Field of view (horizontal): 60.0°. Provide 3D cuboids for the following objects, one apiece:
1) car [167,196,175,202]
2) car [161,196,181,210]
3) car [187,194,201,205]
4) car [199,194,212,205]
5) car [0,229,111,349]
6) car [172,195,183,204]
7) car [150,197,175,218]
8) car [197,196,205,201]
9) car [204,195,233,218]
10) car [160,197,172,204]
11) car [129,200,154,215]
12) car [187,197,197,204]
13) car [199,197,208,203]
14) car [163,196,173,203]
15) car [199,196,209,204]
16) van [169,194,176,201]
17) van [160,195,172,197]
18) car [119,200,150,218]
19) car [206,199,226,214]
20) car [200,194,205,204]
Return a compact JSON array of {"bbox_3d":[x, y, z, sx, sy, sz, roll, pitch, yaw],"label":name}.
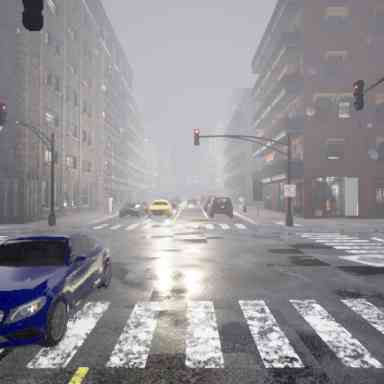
[{"bbox_3d":[-5.381,1.763,85.717,2.008,1.369,4.403,1,0,0],"label":"car"},{"bbox_3d":[-2.884,1.586,43.185,1.994,1.385,4.181,0,0,0],"label":"car"},{"bbox_3d":[0.046,1.564,60.107,2.128,1.511,4.902,0,0,0],"label":"car"},{"bbox_3d":[2.523,1.402,63.505,2.192,1.841,5.009,1,0,0],"label":"car"},{"bbox_3d":[-2.856,1.509,6.447,1.812,1.442,4.674,0,0,0],"label":"car"},{"bbox_3d":[-2.813,1.601,63.880,1.837,1.490,4.892,0,-1,0],"label":"car"},{"bbox_3d":[-2.875,1.489,30.599,1.882,1.535,5.008,0,0,0],"label":"car"},{"bbox_3d":[2.493,1.813,91.320,1.947,1.339,4.313,1,0,0],"label":"car"},{"bbox_3d":[2.558,1.326,30.147,2.192,1.841,5.009,1,0,0],"label":"car"},{"bbox_3d":[-5.365,1.666,69.026,2.008,1.369,4.403,1,0,0],"label":"car"},{"bbox_3d":[-5.331,1.580,35.654,1.947,1.339,4.313,1,0,0],"label":"car"},{"bbox_3d":[-0.001,1.684,70.341,1.994,1.385,4.181,0,0,0],"label":"car"},{"bbox_3d":[2.509,1.728,74.629,1.802,1.307,4.206,1,0,0],"label":"car"},{"bbox_3d":[-5.370,1.670,74.418,1.752,1.417,4.829,1,0,0],"label":"car"},{"bbox_3d":[2.516,1.556,69.069,1.967,1.590,4.097,1,0,0],"label":"car"},{"bbox_3d":[-5.383,1.588,91.282,1.690,1.788,3.998,1,0,0],"label":"van"},{"bbox_3d":[-5.356,1.427,63.462,1.690,1.788,3.998,1,0,0],"label":"van"},{"bbox_3d":[-5.326,1.577,30.093,1.947,1.339,4.313,1,0,0],"label":"car"},{"bbox_3d":[2.549,1.540,35.876,1.752,1.417,4.829,1,0,0],"label":"car"},{"bbox_3d":[2.547,1.335,41.271,2.192,1.841,5.009,1,0,0],"label":"car"}]
